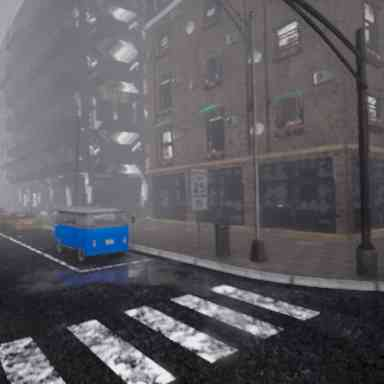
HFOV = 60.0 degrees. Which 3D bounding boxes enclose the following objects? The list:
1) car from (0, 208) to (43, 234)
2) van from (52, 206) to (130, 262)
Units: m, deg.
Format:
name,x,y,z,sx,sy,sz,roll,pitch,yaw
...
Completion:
name,x,y,z,sx,sy,sz,roll,pitch,yaw
car,-11.020,1.833,21.426,1.752,1.417,4.829,-1,0,-39
van,-3.871,1.448,12.434,1.690,1.788,3.998,-1,0,-39
